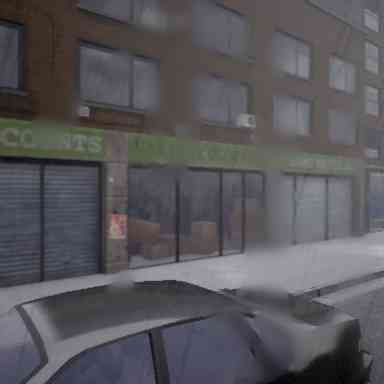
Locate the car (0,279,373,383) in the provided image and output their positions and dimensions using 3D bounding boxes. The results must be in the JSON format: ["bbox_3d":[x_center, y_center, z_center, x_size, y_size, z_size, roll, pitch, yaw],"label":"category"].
[{"bbox_3d":[-0.706,1.547,2.570,5.357,1.411,2.033,0,0,-35],"label":"car"}]
